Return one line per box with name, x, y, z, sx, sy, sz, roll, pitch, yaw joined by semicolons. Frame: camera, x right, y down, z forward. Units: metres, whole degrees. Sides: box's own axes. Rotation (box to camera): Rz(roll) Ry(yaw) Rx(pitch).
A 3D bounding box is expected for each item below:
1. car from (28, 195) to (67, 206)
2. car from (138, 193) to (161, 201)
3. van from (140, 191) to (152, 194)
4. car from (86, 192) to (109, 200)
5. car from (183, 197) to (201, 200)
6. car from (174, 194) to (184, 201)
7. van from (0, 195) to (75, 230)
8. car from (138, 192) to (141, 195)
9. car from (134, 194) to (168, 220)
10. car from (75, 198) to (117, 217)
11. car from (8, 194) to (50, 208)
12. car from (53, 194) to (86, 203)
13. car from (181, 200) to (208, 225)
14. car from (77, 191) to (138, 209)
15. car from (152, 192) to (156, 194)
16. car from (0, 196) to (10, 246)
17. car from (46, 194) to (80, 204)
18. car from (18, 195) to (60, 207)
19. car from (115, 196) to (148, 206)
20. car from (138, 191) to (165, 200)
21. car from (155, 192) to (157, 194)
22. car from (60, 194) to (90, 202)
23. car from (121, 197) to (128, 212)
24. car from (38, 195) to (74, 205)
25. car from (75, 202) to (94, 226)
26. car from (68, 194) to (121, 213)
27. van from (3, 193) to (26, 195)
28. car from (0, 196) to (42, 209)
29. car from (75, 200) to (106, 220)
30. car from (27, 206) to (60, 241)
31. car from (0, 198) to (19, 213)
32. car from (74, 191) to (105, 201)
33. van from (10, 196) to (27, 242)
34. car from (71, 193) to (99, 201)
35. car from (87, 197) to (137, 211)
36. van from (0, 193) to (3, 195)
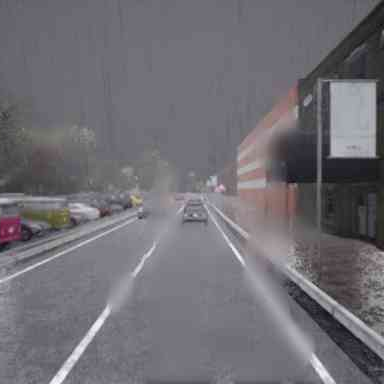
car;-21.610;1.237;49.957;5.008;1.535;2.097;0;1;0
car;-8.904;1.056;69.851;4.674;1.452;2.002;0;1;0
van;-9.135;0.980;52.895;4.442;1.987;1.878;0;1;0
car;-21.379;0.813;75.499;4.553;1.767;2.185;0;0;0
car;0.370;1.364;41.656;2.128;1.511;4.902;0;1;1
car;-2.620;1.166;68.763;1.994;1.385;4.181;0;1;1
van;-9.359;1.317;18.850;4.442;1.987;1.878;0;0;0
car;-9.124;1.203;41.593;4.553;1.767;2.185;0;1;0
car;-3.206;1.342;27.821;2.097;1.767;4.553;0;0;0
car;-9.180;1.482;27.467;5.008;1.535;2.097;0;1;0
car;-21.674;1.173;44.309;4.553;1.767;2.185;0;1;0
car;-21.544;1.144;58.551;5.008;1.535;2.097;0;1;0
car;0.212;1.558;23.978;2.033;1.411;5.357;0;0;0
car;-9.158;1.139;35.941;5.566;2.045;2.435;0;1;0
car;-8.970;1.205;55.722;4.792;1.488;2.163;0;1;0
car;-9.270;1.238;10.494;5.566;2.045;2.435;0;0;0
car;-21.563;1.175;55.728;5.008;1.535;2.097;0;1;0
car;-21.619;1.268;47.133;5.008;1.535;2.097;0;1;0
car;-9.034;1.277;50.071;4.674;1.452;2.002;0;1;0
car;-8.859;0.730;72.672;5.566;2.045;2.435;0;1;0
car;-8.984;1.185;58.548;4.674;1.452;2.002;0;1;0
car;-21.527;1.115;61.375;4.892;1.521;2.231;0;1;0
car;-9.151;1.460;33.118;4.674;1.452;2.002;0;1;0
car;-21.616;1.235;52.905;4.792;1.488;2.163;0;1;0
car;-9.226;1.578;21.807;4.674;1.452;2.002;0;1;0
car;-9.199;1.325;30.291;4.553;1.767;2.185;0;1;0
van;-21.795;1.133;38.788;4.442;1.987;1.878;0;1;0
car;-21.667;1.329;41.487;5.008;1.535;2.097;0;1;0
car;-9.202;1.552;24.642;4.674;1.452;2.002;0;1;0
car;-9.263;1.568;16.143;4.674;1.452;2.002;0;0;0
car;-21.705;1.390;35.965;4.892;1.521;2.231;0;1;0
car;-21.452;0.766;69.718;5.566;2.045;2.435;0;1;0
van;-9.396;1.283;13.320;4.442;1.987;1.878;0;0;0
car;-21.504;1.051;67.022;4.892;1.521;2.231;0;1;0
car;-9.297;1.356;38.770;5.366;1.575;1.946;0;1;0
van;-21.836;1.194;33.138;4.442;1.987;1.878;0;1;0
